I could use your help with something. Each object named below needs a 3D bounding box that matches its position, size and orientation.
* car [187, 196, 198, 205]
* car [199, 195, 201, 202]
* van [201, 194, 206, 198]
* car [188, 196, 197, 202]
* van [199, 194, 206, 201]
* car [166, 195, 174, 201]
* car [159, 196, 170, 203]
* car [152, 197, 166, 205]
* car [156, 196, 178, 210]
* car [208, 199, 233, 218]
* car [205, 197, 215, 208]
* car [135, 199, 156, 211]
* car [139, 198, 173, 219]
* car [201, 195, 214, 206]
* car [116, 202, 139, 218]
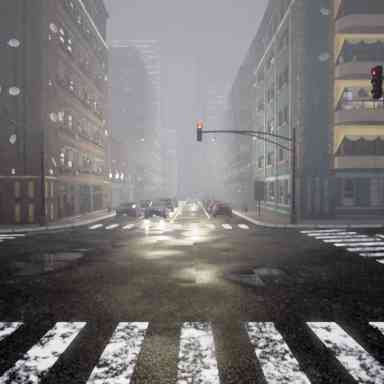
[{"bbox_3d":[0.032,1.542,59.711,1.812,1.442,4.674,0,0,0],"label":"car"},{"bbox_3d":[2.715,1.581,57.871,1.947,1.339,4.313,0,0,0],"label":"car"},{"bbox_3d":[2.711,1.353,52.347,1.690,1.788,3.998,0,0,0],"label":"van"},{"bbox_3d":[0.038,1.451,69.746,1.895,1.301,4.718,0,0,0],"label":"car"},{"bbox_3d":[2.728,1.377,85.489,1.690,1.788,3.998,-1,0,0],"label":"van"},{"bbox_3d":[-5.652,1.561,85.335,1.752,1.417,4.829,0,0,0],"label":"car"},{"bbox_3d":[-5.660,1.604,68.935,1.802,1.307,4.206,0,0,0],"label":"car"},{"bbox_3d":[-5.666,1.560,57.888,1.887,1.381,4.507,0,0,0],"label":"car"},{"bbox_3d":[-3.076,1.510,39.895,1.837,1.490,4.892,0,0,0],"label":"car"},{"bbox_3d":[2.701,1.584,30.254,1.802,1.307,4.206,0,0,0],"label":"car"},{"bbox_3d":[2.704,1.570,35.777,1.947,1.339,4.313,0,0,0],"label":"car"},{"bbox_3d":[-5.674,1.572,41.317,1.947,1.339,4.313,0,0,0],"label":"car"},{"bbox_3d":[-3.085,1.549,29.776,2.033,1.411,5.357,0,0,0],"label":"car"},{"bbox_3d":[2.709,1.554,46.824,1.887,1.381,4.507,0,0,0],"label":"car"},{"bbox_3d":[-5.680,1.568,30.270,1.947,1.339,4.313,0,0,0],"label":"car"}]
